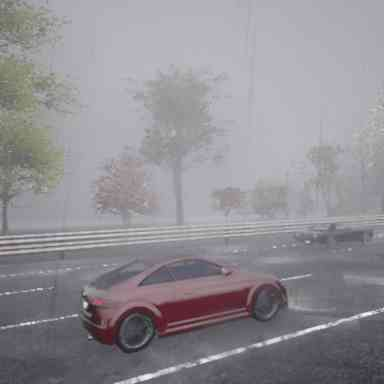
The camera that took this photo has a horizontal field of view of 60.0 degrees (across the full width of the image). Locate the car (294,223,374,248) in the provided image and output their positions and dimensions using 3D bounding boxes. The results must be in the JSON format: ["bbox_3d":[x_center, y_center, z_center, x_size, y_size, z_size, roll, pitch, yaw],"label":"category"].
[{"bbox_3d":[8.258,2.428,19.217,4.718,1.301,1.895,0,-4,-28],"label":"car"}]

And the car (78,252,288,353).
[{"bbox_3d":[-0.115,1.931,6.778,4.181,1.385,1.994,0,-4,-29],"label":"car"}]
